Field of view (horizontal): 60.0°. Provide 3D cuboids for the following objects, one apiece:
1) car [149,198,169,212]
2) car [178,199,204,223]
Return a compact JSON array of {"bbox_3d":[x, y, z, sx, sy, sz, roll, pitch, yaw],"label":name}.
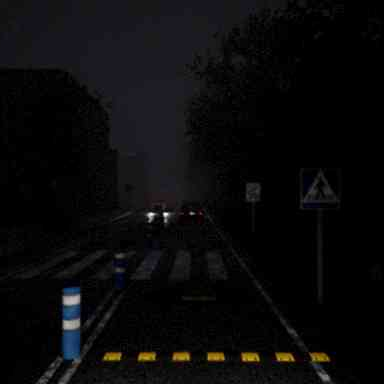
[{"bbox_3d":[-3.606,1.378,37.158,1.882,1.535,5.008,0,0,0],"label":"car"},{"bbox_3d":[-0.054,1.490,24.973,2.033,1.411,5.357,0,0,-1],"label":"car"}]
